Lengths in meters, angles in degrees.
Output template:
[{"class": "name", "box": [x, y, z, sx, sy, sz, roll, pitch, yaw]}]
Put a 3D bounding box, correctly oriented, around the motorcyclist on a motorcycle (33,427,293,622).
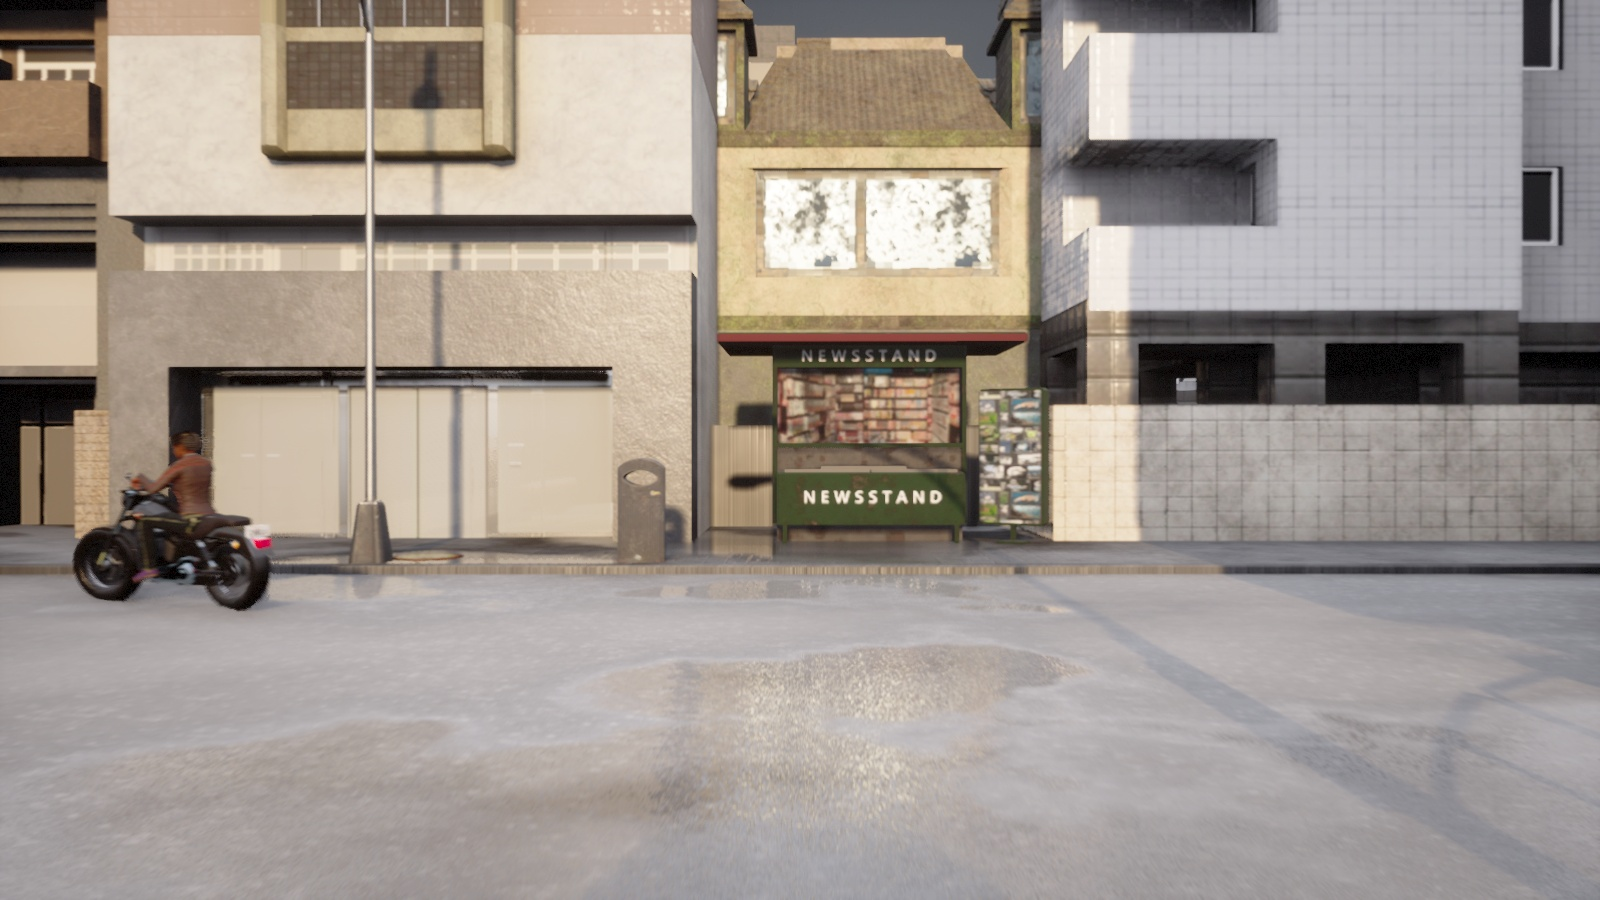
[{"class": "motorcyclist on a motorcycle", "box": [-5.840, 0.627, 11.491, 2.350, 1.649, 0.766, 0, 2, 24]}]
